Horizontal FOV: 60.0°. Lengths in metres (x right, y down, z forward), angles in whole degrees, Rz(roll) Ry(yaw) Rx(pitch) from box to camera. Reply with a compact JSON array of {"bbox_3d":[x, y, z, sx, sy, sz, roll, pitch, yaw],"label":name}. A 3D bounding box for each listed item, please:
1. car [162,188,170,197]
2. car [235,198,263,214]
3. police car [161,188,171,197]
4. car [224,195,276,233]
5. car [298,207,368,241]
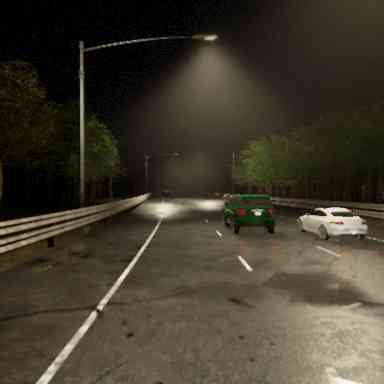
[{"bbox_3d":[-6.713,0.107,85.467,2.150,2.045,5.566,0,0,-5],"label":"car"},{"bbox_3d":[5.835,1.375,34.651,1.837,1.490,4.892,0,0,-4],"label":"car"},{"bbox_3d":[-5.845,0.356,75.587,1.930,1.638,5.238,0,0,-5],"label":"police car"},{"bbox_3d":[3.196,1.171,19.289,2.150,2.045,5.566,0,0,-2],"label":"car"},{"bbox_3d":[6.796,1.481,16.426,1.812,1.442,4.674,0,0,-2],"label":"car"}]
